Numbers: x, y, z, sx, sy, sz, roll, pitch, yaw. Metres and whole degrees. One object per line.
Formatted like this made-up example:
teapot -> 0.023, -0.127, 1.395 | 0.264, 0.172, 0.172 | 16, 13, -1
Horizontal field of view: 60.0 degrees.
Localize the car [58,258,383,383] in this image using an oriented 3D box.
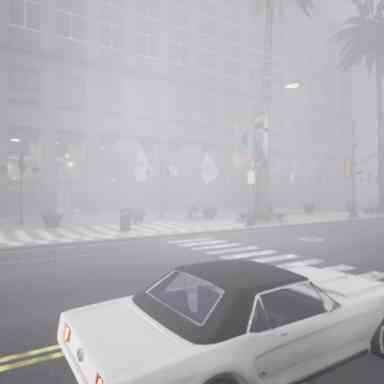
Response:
car -> 0.892, 1.594, 4.378 | 4.718, 1.301, 1.895 | 0, 0, -32
